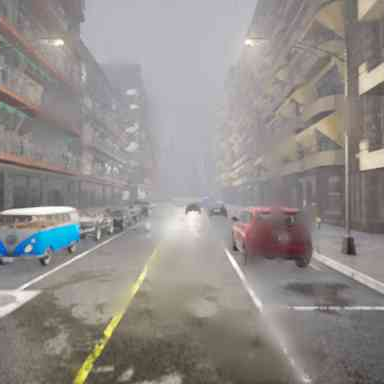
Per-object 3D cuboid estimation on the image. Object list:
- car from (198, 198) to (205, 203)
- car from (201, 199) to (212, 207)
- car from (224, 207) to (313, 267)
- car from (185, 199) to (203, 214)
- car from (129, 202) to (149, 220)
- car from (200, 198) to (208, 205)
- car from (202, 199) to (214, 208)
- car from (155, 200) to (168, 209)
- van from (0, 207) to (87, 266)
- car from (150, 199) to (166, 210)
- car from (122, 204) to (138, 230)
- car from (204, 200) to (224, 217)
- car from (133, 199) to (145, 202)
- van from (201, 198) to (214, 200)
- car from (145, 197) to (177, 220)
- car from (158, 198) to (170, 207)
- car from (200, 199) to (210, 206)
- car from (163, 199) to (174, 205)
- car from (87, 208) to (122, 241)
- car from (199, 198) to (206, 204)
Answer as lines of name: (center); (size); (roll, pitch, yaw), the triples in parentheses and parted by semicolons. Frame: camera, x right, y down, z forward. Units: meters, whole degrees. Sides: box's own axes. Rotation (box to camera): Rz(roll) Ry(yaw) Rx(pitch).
car: (2.676, 2.401, 91.111); (1.802, 1.307, 4.206); (1, -1, 0)
car: (2.645, 2.125, 62.758); (1.947, 1.339, 4.313); (1, -1, 0)
car: (2.590, 1.419, 11.725); (2.192, 1.841, 5.009); (1, -1, 0)
car: (0.144, 1.889, 40.998); (1.812, 1.442, 4.674); (0, -1, 0)
car: (-5.274, 1.804, 28.714); (2.008, 1.369, 4.403); (1, -1, 0)
car: (2.658, 2.189, 74.270); (1.752, 1.417, 4.829); (1, -1, 0)
car: (2.619, 1.906, 40.076); (2.008, 1.369, 4.403); (1, -1, 0)
car: (-5.242, 2.089, 57.067); (1.802, 1.307, 4.206); (1, -1, 0)
van: (-5.290, 1.444, 11.704); (1.690, 1.788, 3.998); (1, -1, 0)
car: (-5.247, 1.896, 51.398); (1.967, 1.590, 4.097); (1, -1, 0)
car: (-5.281, 1.769, 23.043); (1.947, 1.339, 4.313); (1, -1, 0)
car: (2.613, 1.871, 34.406); (1.947, 1.339, 4.313); (1, -1, 0)
car: (-5.265, 1.619, 34.387); (2.192, 1.841, 5.009); (1, -1, 0)
van: (2.634, 1.798, 51.420); (1.690, 1.788, 3.998); (1, -1, 0)
car: (-2.715, 1.500, 31.206); (2.150, 2.045, 5.566); (0, -1, 0)
car: (-5.234, 1.998, 62.739); (1.967, 1.590, 4.097); (1, -1, 0)
car: (2.651, 2.155, 68.429); (1.887, 1.381, 4.507); (1, -1, 0)
car: (-5.223, 2.212, 74.079); (2.008, 1.369, 4.403); (1, -1, 0)
car: (-5.287, 1.704, 17.372); (2.008, 1.369, 4.403); (1, -1, 0)
car: (2.671, 2.293, 85.611); (1.752, 1.417, 4.829); (1, -1, 0)
